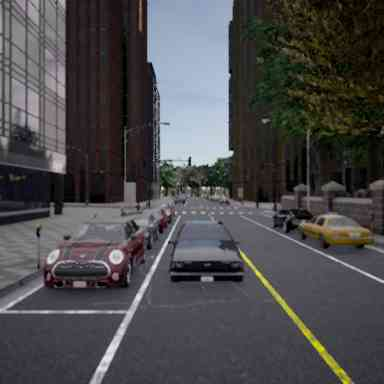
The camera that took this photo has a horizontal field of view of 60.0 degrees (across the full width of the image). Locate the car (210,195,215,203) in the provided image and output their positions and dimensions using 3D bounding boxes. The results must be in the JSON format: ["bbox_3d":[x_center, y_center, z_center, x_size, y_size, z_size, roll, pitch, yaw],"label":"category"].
[{"bbox_3d":[6.022,1.836,79.276,2.008,1.369,4.403,0,0,0],"label":"car"}]

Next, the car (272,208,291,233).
[{"bbox_3d":[6.095,1.634,20.082,1.947,1.339,4.313,0,0,0],"label":"car"}]

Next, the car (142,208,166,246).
[{"bbox_3d":[-2.423,1.600,14.613,2.008,1.369,4.403,0,0,0],"label":"car"}]

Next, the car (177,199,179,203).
[{"bbox_3d":[-2.443,1.630,30.814,1.752,1.417,4.829,0,0,0],"label":"car"}]

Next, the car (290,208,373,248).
[{"bbox_3d":[6.102,1.575,14.796,1.752,1.417,4.829,0,0,0],"label":"car"}]

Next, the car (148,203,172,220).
[{"bbox_3d":[-2.430,1.612,20.070,1.887,1.381,4.507,0,0,0],"label":"car"}]

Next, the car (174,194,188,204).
[{"bbox_3d":[-2.490,1.558,68.392,2.192,1.841,5.009,0,0,0],"label":"car"}]

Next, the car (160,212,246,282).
[{"bbox_3d":[0.345,1.581,10.140,2.033,1.411,5.357,0,0,0],"label":"car"}]

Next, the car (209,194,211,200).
[{"bbox_3d":[6.016,1.851,84.714,1.887,1.381,4.507,0,0,0],"label":"car"}]

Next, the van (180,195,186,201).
[{"bbox_3d":[-2.523,1.691,95.580,1.690,1.788,3.998,0,0,0],"label":"van"}]

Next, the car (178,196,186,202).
[{"bbox_3d":[-2.509,1.831,84.534,1.752,1.417,4.829,0,0,0],"label":"car"}]

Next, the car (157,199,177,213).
[{"bbox_3d":[-2.437,1.526,25.527,1.967,1.590,4.097,0,0,0],"label":"car"}]

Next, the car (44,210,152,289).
[{"bbox_3d":[-2.417,1.471,9.156,1.967,1.590,4.097,0,0,0],"label":"car"}]

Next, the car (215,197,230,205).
[{"bbox_3d":[6.042,1.663,62.965,1.967,1.590,4.097,0,0,0],"label":"car"}]
